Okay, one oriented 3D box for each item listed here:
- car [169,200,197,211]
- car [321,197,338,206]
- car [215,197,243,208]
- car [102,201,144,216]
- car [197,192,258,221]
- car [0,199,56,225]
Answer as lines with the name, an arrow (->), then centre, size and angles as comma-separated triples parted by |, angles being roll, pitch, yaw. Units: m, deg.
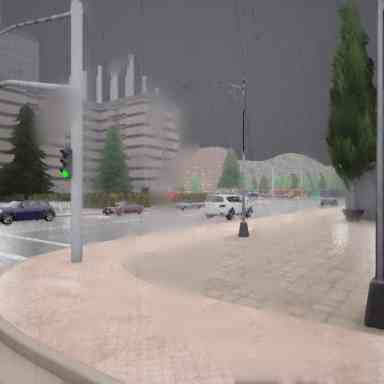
car -> -0.679, 1.601, 40.630 | 1.895, 1.301, 4.718 | 0, 0, 36
car -> 22.259, 1.526, 53.993 | 1.812, 1.442, 4.674 | 0, 0, 36
car -> 5.470, 1.505, 49.020 | 1.837, 1.490, 4.892 | 0, 0, 37
car -> -6.651, 1.564, 32.437 | 1.994, 1.385, 4.181 | 0, 0, 36
car -> 3.092, 1.221, 27.629 | 2.150, 2.045, 5.566 | 0, 0, 36
car -> -12.495, 1.352, 24.387 | 2.097, 1.767, 4.553 | 0, 0, 36
